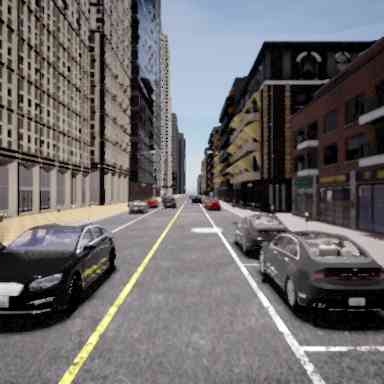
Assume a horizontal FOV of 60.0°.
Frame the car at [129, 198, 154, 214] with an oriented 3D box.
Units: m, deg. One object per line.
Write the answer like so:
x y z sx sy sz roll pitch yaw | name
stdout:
-5.687 1.570 35.845 2.008 1.369 4.403 0 0 0 | car

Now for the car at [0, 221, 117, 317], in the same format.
-3.086 1.495 7.747 2.128 1.511 4.902 0 0 0 | car

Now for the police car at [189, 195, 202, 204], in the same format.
0.903 1.472 64.909 1.930 1.638 5.238 0 0 0 | police car

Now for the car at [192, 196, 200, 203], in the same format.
0.814 1.564 74.800 1.837 1.490 4.892 0 0 0 | car

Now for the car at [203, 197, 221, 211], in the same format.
2.693 1.606 41.494 1.802 1.307 4.206 0 0 0 | car

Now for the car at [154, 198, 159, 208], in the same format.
-5.687 1.573 47.143 1.887 1.381 4.507 0 0 0 | car

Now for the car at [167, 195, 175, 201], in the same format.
-5.686 1.523 92.332 1.967 1.590 4.097 0 0 0 | car

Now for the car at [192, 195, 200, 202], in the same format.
0.903 1.571 80.800 1.837 1.490 4.892 0 0 0 | car

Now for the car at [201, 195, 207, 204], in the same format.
2.694 1.469 47.143 1.967 1.590 4.097 0 0 0 | car

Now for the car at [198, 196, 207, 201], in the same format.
2.694 1.625 86.683 2.008 1.369 4.403 0 0 0 | car

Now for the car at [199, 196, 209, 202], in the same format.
2.695 1.625 75.385 1.947 1.339 4.313 0 0 0 | car

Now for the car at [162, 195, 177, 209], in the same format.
-3.076 1.532 46.850 1.837 1.490 4.892 0 0 0 | car

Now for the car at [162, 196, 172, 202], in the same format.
-5.687 1.625 75.385 1.947 1.339 4.313 0 0 0 | car

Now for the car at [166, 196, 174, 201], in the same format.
-5.686 1.625 86.682 2.008 1.369 4.403 0 0 0 | car

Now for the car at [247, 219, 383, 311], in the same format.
2.692 1.554 7.603 2.008 1.369 4.403 0 0 0 | car

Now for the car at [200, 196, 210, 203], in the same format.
2.694 1.577 69.906 1.752 1.417 4.829 0 0 0 | car

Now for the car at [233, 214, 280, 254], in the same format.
2.693 1.556 13.251 2.008 1.369 4.403 0 0 0 | car
